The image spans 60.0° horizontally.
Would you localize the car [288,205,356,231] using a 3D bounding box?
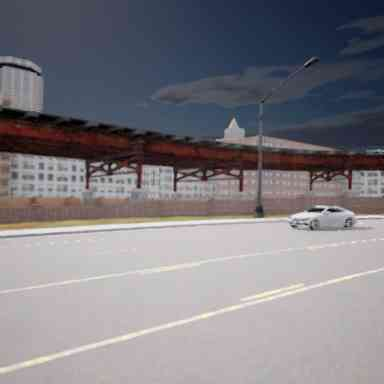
[{"bbox_3d":[8.373,1.596,21.234,4.674,1.442,1.812,0,-1,-24],"label":"car"}]
